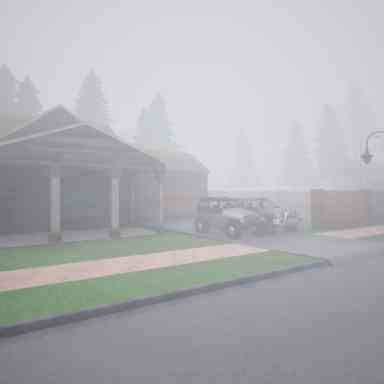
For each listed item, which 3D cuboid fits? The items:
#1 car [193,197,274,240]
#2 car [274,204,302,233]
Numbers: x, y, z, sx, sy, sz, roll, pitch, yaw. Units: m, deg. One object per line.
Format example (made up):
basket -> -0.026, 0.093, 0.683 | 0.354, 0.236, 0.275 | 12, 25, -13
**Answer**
car -> 1.715, 1.175, 16.118 | 1.905, 1.878, 3.866 | 0, 0, -36
car -> 3.525, 1.174, 17.906 | 1.932, 1.855, 4.605 | 0, 0, -36
